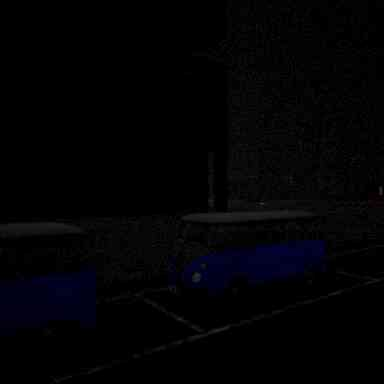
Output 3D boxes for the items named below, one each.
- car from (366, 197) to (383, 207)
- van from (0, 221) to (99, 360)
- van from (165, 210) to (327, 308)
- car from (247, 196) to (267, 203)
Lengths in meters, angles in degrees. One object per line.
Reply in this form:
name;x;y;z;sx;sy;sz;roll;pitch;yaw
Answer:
car;28.334;1.572;48.948;1.882;1.535;5.008;0;1;-36
van;-3.268;1.341;4.320;3.998;1.788;1.690;0;0;-36
van;1.352;1.340;7.620;3.998;1.788;1.690;0;0;-36
car;13.541;1.643;69.477;1.812;1.442;4.674;0;0;-36
